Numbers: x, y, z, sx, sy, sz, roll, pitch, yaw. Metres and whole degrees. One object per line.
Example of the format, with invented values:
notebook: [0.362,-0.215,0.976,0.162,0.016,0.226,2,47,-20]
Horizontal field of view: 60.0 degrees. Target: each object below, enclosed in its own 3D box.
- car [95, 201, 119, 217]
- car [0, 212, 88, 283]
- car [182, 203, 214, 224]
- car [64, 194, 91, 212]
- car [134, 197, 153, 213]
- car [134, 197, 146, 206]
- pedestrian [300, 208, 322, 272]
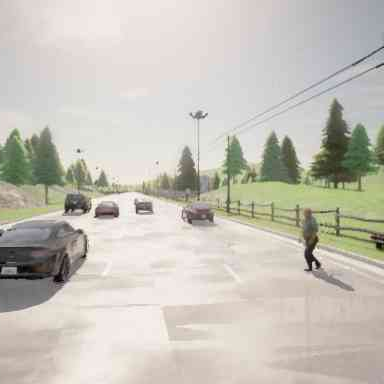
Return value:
car: [-7.802,1.547,30.836,1.994,1.385,4.181,0,0,-10]
car: [-4.209,1.520,9.434,1.812,1.442,4.674,0,0,-7]
car: [0.381,1.512,24.859,1.812,1.442,4.674,0,0,-10]
car: [-12.293,1.200,36.023,2.150,2.045,5.566,0,0,-10]
car: [-5.394,1.469,37.219,2.128,1.511,4.902,0,0,-10]
car: [-8.724,1.569,55.713,1.895,1.301,4.718,0,0,-10]
pedestrian: [3.279,1.288,9.295,0.375,1.860,0.375,0,0,-7]
